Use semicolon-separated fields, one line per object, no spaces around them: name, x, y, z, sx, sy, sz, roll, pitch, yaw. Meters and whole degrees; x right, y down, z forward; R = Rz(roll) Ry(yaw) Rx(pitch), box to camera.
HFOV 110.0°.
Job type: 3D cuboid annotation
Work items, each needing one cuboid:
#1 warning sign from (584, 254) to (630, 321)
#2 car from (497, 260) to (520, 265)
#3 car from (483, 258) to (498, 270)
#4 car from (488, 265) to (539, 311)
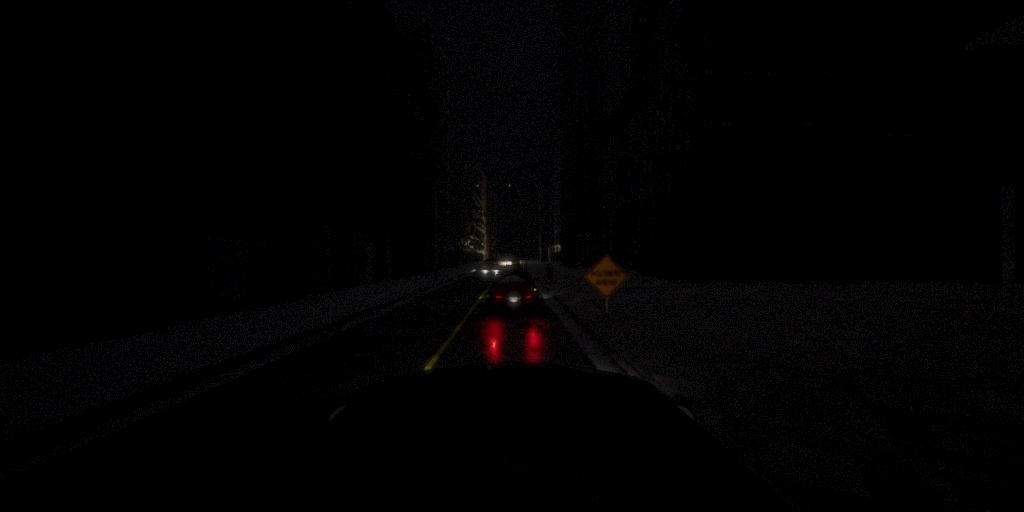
warning sign;2.719;0.862;10.326;1.300;1.860;1.060;0;0;0
car;0.078;1.303;29.162;1.994;1.385;4.181;0;0;0
car;-3.063;1.082;52.387;2.097;1.767;4.553;0;0;0
car;0.076;1.271;14.321;1.812;1.442;4.674;0;0;0
